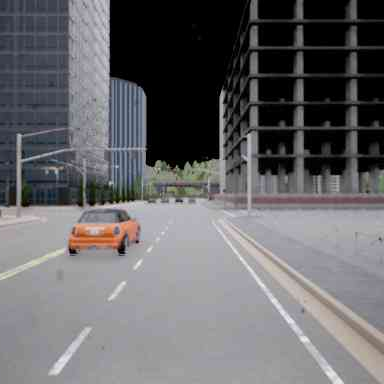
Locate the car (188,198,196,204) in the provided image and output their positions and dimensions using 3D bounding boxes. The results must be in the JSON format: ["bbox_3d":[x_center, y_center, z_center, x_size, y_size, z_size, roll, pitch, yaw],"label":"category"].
[{"bbox_3d":[0.006,2.297,87.429,2.128,1.511,4.902,0,-1,0],"label":"car"}]

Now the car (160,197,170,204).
[{"bbox_3d":[-6.995,2.174,86.345,2.097,1.767,4.553,0,-1,0],"label":"car"}]

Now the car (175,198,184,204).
[{"bbox_3d":[-3.494,2.272,87.430,1.837,1.490,4.892,0,-1,0],"label":"car"}]

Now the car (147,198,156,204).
[{"bbox_3d":[-10.495,2.358,86.314,2.033,1.411,5.357,0,-1,0],"label":"car"}]

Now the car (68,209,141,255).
[{"bbox_3d":[-3.496,1.485,14.092,2.097,1.767,4.553,0,-1,0],"label":"car"}]
